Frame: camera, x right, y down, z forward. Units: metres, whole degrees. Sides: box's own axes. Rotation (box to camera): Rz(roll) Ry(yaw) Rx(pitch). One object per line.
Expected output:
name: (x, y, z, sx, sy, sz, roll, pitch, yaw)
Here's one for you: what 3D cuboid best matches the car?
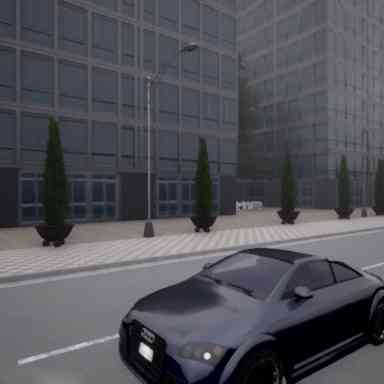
car: (1.107, 1.562, 4.806, 4.181, 1.385, 1.994, 0, 0, -36)
